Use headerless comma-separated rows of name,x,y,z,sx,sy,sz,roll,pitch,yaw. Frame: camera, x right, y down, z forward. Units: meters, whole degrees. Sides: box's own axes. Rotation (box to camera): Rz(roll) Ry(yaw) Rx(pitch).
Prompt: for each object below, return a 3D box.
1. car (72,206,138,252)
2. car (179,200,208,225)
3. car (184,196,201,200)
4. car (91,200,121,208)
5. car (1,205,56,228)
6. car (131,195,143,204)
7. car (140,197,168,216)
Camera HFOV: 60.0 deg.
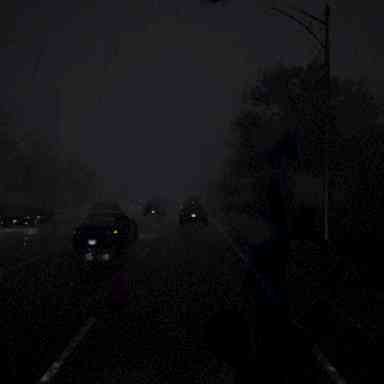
car,-3.397,1.515,13.615,1.812,1.442,4.674,0,0,0
car,0.100,1.545,24.213,1.994,1.385,4.181,0,0,0
car,0.099,1.319,41.978,2.097,1.767,4.553,0,0,0
car,-7.098,1.470,27.514,2.128,1.511,4.902,0,0,0
car,-10.599,1.547,21.862,1.994,1.385,4.181,0,0,0
car,-10.494,1.447,63.952,1.837,1.490,4.892,0,0,1
car,-3.398,1.481,31.555,1.837,1.490,4.892,0,0,0
